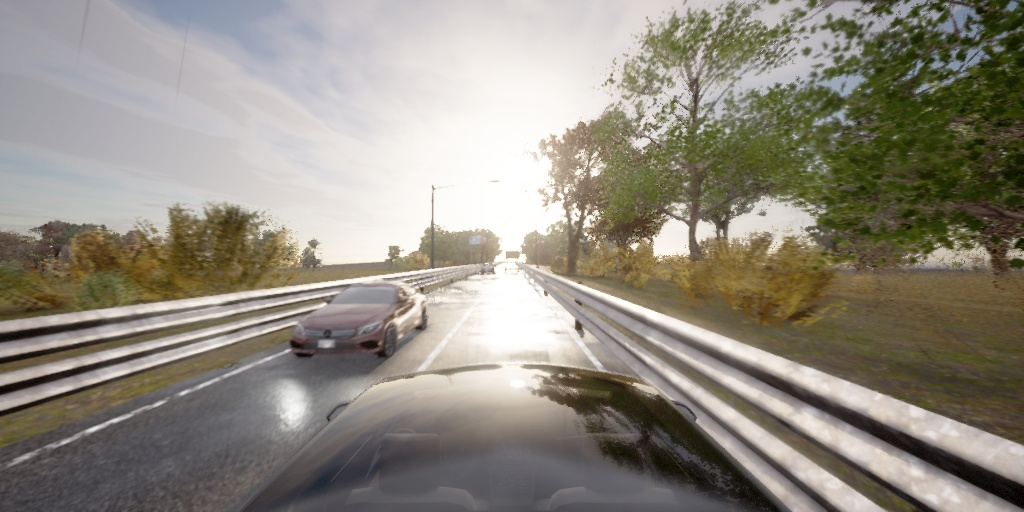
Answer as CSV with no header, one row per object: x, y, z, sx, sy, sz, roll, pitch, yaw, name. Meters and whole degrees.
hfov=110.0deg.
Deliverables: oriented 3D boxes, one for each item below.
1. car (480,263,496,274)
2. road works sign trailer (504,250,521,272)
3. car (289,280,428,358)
-3.303,1.769,49.898,2.128,1.511,4.902,0,-1,0,car
0.040,0.852,59.915,2.380,3.560,2.880,0,0,0,road works sign trailer
-3.350,1.353,8.815,1.812,1.442,4.674,0,-1,0,car
